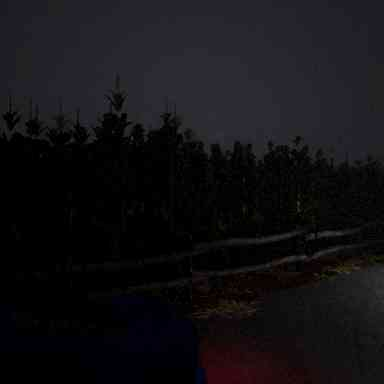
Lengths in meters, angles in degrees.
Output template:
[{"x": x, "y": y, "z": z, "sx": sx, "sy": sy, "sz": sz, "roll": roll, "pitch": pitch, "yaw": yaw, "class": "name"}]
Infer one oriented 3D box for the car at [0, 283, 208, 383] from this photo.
[{"x": -2.255, "y": 1.478, "z": 2.044, "sx": 5.008, "sy": 1.535, "sz": 1.882, "roll": 0, "pitch": 0, "yaw": -32, "class": "car"}]
